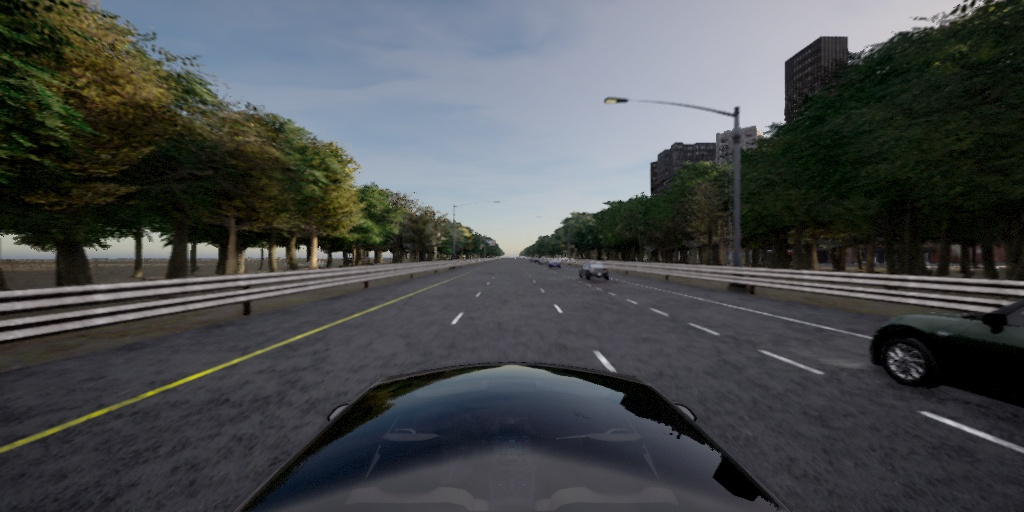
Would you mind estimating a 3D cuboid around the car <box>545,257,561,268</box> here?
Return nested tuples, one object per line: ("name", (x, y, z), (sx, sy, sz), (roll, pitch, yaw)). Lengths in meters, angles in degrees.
("car", (7.083, 1.330, 60.918), (1.812, 1.442, 4.674), (0, 0, 0))

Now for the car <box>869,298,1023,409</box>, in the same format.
("car", (7.003, 1.102, 4.056), (2.097, 1.767, 4.553), (0, 0, 0))

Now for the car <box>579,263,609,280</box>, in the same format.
("car", (7.015, 1.288, 31.009), (1.812, 1.442, 4.674), (0, 0, 0))
